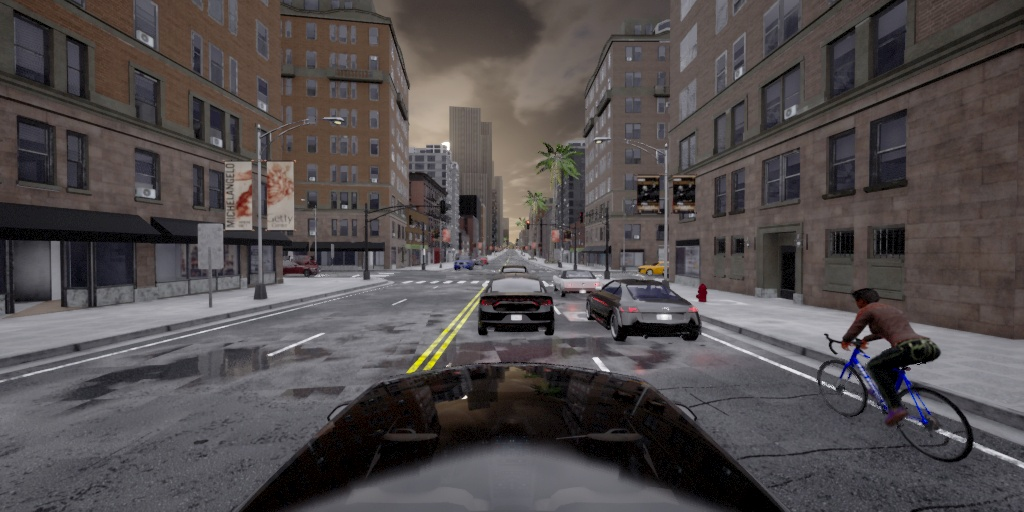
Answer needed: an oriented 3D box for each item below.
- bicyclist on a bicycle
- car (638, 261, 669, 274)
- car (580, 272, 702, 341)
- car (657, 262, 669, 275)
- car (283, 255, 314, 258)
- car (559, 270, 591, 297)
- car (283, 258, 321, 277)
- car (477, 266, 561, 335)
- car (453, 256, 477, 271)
[{"bbox_3d":[4.147,1.202,4.045,0.582,1.620,1.656,0,0,0],"label":"bicyclist on a bicycle"},{"bbox_3d":[16.350,1.335,39.226,5.008,1.535,1.882,0,1,0],"label":"car"},{"bbox_3d":[3.344,1.312,9.885,1.994,1.385,4.181,0,0,0],"label":"car"},{"bbox_3d":[16.231,1.509,33.282,4.313,1.339,1.948,0,0,0],"label":"car"},{"bbox_3d":[-23.868,0.830,38.805,5.009,1.841,2.192,0,0,-9],"label":"car"},{"bbox_3d":[3.262,1.346,18.699,1.895,1.301,4.718,0,0,0],"label":"car"},{"bbox_3d":[-20.430,1.144,33.479,4.674,1.442,1.812,0,1,-9],"label":"car"},{"bbox_3d":[0.106,1.225,10.489,1.882,1.535,5.008,0,0,0],"label":"car"},{"bbox_3d":[-6.559,0.960,49.025,2.150,2.045,5.566,0,0,0],"label":"car"}]
